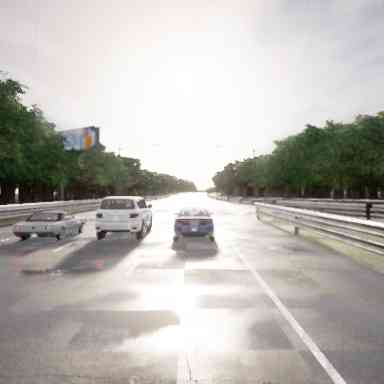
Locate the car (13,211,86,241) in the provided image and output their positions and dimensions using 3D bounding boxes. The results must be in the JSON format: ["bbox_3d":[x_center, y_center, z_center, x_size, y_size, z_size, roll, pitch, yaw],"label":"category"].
[{"bbox_3d":[-6.906,1.611,16.766,1.895,1.301,4.718,0,0,0],"label":"car"}]

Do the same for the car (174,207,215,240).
[{"bbox_3d":[0.095,1.488,16.983,1.882,1.535,5.008,0,0,0],"label":"car"}]

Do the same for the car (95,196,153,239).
[{"bbox_3d":[-3.406,1.233,17.520,2.150,2.045,5.566,0,0,0],"label":"car"}]
